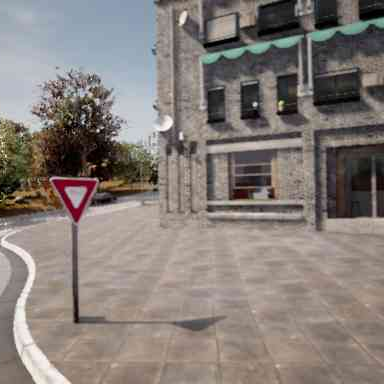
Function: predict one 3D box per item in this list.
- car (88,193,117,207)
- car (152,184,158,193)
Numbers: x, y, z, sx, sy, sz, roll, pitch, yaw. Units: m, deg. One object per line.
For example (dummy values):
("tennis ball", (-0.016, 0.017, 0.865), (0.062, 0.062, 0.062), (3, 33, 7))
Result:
("car", (-10.717, 0.867, 38.280), (1.895, 1.301, 4.718), (-1, 5, 24))
("car", (-4.773, -0.758, 54.236), (2.033, 1.411, 5.357), (-1, 5, 17))
